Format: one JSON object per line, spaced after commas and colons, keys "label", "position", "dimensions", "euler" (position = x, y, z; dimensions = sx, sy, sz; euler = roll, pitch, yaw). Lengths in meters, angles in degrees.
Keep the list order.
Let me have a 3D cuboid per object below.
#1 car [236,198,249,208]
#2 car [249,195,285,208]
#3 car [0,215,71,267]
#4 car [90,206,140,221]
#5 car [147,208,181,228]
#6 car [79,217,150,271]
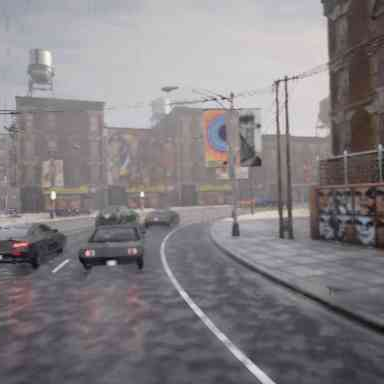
{"label": "car", "position": [9.459, 1.822, 58.404], "dimensions": [4.553, 1.767, 2.097], "euler": [-1, -1, -27]}
{"label": "car", "position": [13.027, 1.569, 56.323], "dimensions": [5.566, 2.045, 2.150], "euler": [-1, -1, -24]}
{"label": "car", "position": [-6.159, 1.852, 12.419], "dimensions": [1.812, 1.442, 4.674], "euler": [-2, 0, -6]}
{"label": "car", "position": [-5.706, 1.835, 26.006], "dimensions": [2.097, 1.767, 4.553], "euler": [-2, -1, 11]}
{"label": "car", "position": [-2.183, 1.949, 25.842], "dimensions": [1.994, 1.385, 4.181], "euler": [-2, -1, 11]}
{"label": "car", "position": [-2.612, 1.823, 11.923], "dimensions": [1.895, 1.301, 4.718], "euler": [-2, -1, -7]}
